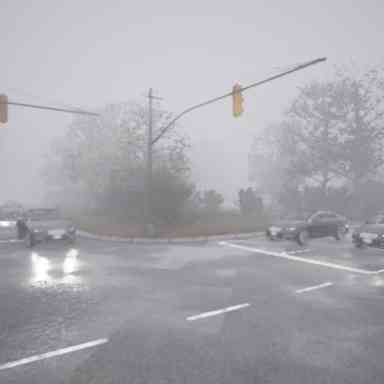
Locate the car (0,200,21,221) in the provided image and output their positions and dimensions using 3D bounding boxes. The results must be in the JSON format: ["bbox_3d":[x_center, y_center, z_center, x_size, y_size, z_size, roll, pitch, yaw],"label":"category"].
[{"bbox_3d":[-14.859,1.619,27.766,1.994,1.385,4.181,1,0,-31],"label":"car"}]

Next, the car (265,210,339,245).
[{"bbox_3d":[5.724,1.630,16.347,4.902,1.511,2.128,1,0,-34],"label":"car"}]

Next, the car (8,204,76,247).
[{"bbox_3d":[-6.795,1.518,15.264,2.128,1.511,4.902,1,0,-36],"label":"car"}]

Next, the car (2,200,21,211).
[{"bbox_3d":[-24.747,1.777,45.698,2.033,1.411,5.357,1,-1,-26],"label":"car"}]

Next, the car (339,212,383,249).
[{"bbox_3d":[8.833,1.645,14.213,4.902,1.511,2.128,1,0,-33],"label":"car"}]
